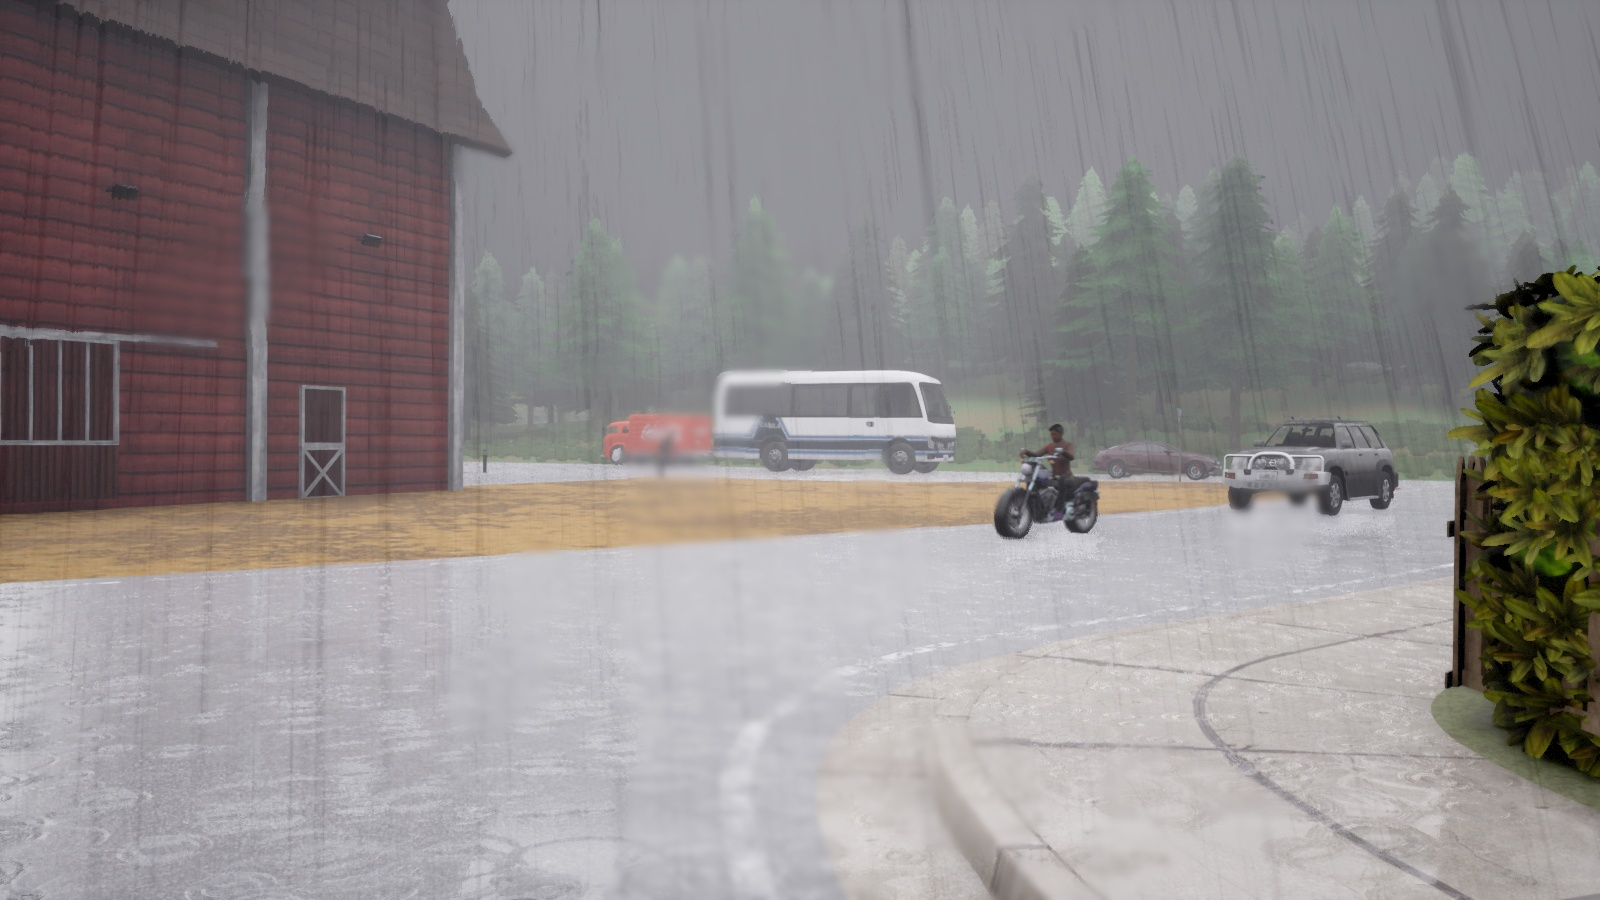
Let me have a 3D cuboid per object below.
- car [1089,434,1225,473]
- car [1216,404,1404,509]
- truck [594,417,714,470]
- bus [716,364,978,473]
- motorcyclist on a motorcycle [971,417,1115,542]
[{"bbox_3d":[13.419,0.126,47.281,4.674,1.442,1.812,0,1,26],"label":"car"},{"bbox_3d":[10.045,0.085,24.535,1.932,1.855,4.605,0,1,42],"label":"car"},{"bbox_3d":[-7.092,-0.308,61.074,5.204,2.467,2.627,0,1,26],"label":"truck"},{"bbox_3d":[1.927,-1.215,52.817,10.273,4.253,3.944,0,0,26],"label":"bus"},{"bbox_3d":[3.467,0.373,17.734,2.350,1.649,0.766,-2,1,-44],"label":"motorcyclist on a motorcycle"}]
